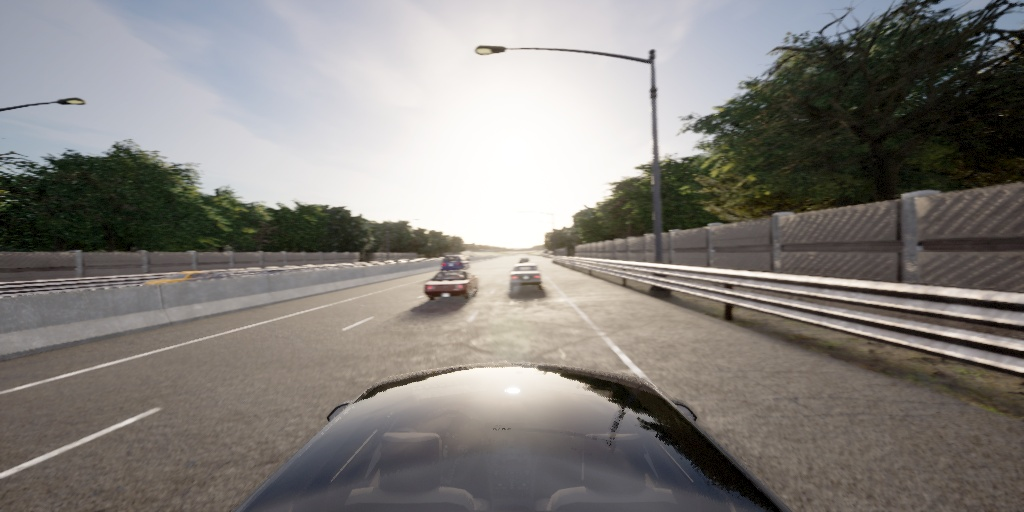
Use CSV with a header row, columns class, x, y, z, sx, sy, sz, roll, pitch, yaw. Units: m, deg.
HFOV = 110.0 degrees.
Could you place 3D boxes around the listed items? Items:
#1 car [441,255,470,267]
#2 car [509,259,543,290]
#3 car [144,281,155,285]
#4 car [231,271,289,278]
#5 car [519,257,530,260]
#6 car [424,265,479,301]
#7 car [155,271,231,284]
class,x,y,z,sx,sy,sz,roll,pitch,yaw
car,-5.654,0.929,36.423,2.150,2.045,5.566,-2,0,2
car,0.817,1.136,20.943,2.033,1.411,5.357,-2,0,2
car,-23.657,1.887,26.057,1.882,1.535,5.008,-2,0,2
car,-16.688,1.737,24.963,1.994,1.385,4.181,-2,0,2
car,2.150,0.820,61.582,1.994,1.385,4.181,-2,0,2
car,-2.744,1.339,17.407,1.895,1.301,4.718,-2,0,2
car,-20.219,1.849,24.236,2.033,1.411,5.357,-2,0,2
